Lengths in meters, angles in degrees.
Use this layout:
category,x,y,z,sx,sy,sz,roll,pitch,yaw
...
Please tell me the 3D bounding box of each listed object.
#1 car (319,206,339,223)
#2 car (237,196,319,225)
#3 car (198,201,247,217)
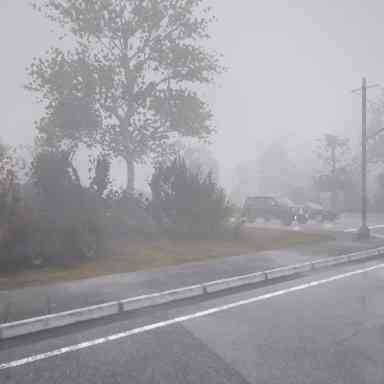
category,x,y,z,sx,sy,sz,roll,pitch,yaw
car,9.270,1.566,26.866,1.882,1.535,5.008,0,-1,-39
car,6.235,1.316,25.123,2.150,2.045,5.566,0,-1,-37
car,3.083,1.705,34.178,1.882,1.535,5.008,0,-1,-43
